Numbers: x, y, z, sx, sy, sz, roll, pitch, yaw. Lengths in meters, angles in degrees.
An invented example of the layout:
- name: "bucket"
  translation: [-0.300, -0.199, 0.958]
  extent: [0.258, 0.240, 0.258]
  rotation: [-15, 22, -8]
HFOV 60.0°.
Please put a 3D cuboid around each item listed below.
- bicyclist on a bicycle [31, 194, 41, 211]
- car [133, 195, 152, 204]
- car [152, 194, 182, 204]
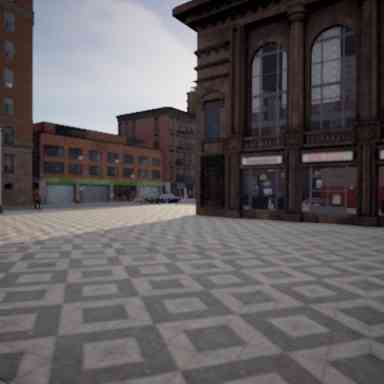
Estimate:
- name: "bicyclist on a bicycle"
  translation: [-14.917, 1.044, 31.713]
  extent: [1.656, 1.620, 0.582]
  rotation: [0, 0, 36]
- name: "car"
  translation: [-7.254, 1.152, 52.950]
  extent: [2.128, 1.511, 4.902]
  rotation: [1, 0, 36]
- name: "car"
  translation: [-3.616, 1.039, 52.681]
  extent: [2.097, 1.767, 4.553]
  rotation: [1, 0, 36]
